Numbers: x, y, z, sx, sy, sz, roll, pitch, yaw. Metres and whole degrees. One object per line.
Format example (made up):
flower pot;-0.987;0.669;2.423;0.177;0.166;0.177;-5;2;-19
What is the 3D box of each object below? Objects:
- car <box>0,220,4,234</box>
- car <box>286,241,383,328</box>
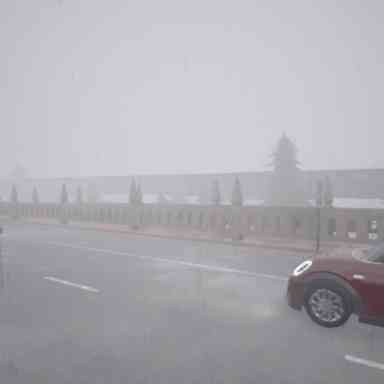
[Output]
car;-11.359;1.547;16.395;5.357;1.411;2.033;0;0;36
car;3.942;1.351;5.468;4.553;1.767;2.097;0;0;36
